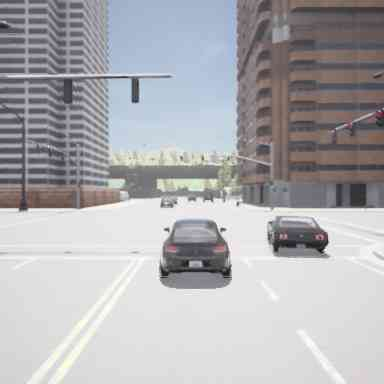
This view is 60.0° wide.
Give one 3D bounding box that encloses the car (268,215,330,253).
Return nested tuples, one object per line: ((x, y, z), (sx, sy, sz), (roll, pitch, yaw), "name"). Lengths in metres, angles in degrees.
((4.169, 1.592, 13.719), (1.895, 1.301, 4.718), (0, 0, 10), "car")

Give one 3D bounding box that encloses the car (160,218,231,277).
((0.094, 1.519, 10.062), (1.812, 1.442, 4.674), (0, 0, 0), "car")

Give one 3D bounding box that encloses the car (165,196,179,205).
((-3.525, 1.455, 58.625), (2.128, 1.511, 4.902), (0, 0, 1), "car")

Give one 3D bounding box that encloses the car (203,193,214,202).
((3.520, 1.180, 71.405), (2.150, 2.045, 5.566), (0, 0, 0), "car")

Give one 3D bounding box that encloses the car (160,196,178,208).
((-3.587, 1.461, 48.221), (2.128, 1.511, 4.902), (0, 0, -1), "car")

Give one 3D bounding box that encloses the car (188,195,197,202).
((0.020, 1.381, 70.695), (1.837, 1.490, 4.892), (0, 0, 0), "car")
